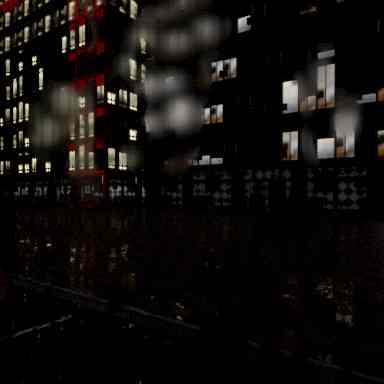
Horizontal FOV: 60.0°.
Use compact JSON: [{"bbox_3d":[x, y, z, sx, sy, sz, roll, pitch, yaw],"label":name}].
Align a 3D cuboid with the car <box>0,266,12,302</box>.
[{"bbox_3d":[-5.571,1.526,6.842,4.829,1.417,1.752,0,0,36],"label":"car"}]
